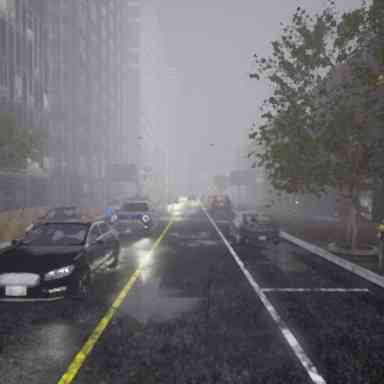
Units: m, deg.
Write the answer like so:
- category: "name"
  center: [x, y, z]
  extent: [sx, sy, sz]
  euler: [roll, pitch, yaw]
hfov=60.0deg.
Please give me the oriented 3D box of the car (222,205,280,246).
- category: "car"
  center: [2.687, 1.504, 14.842]
  extent: [2.008, 1.369, 4.403]
  euler: [-1, 0, 0]

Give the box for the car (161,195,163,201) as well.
- category: "car"
  center: [-5.718, 1.322, 65.227]
  extent: [1.752, 1.417, 4.829]
  euler: [-1, 0, 0]

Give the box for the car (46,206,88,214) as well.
- category: "car"
  center: [-5.718, 1.396, 14.856]
  extent: [1.967, 1.590, 4.097]
  euler: [-1, 0, 0]

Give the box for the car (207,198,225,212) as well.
- category: "car"
  center: [2.670, 1.406, 37.885]
  extent: [1.752, 1.417, 4.829]
  euler: [-1, 0, 0]

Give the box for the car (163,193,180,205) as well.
- category: "car"
  center: [-3.073, 1.322, 54.181]
  extent: [2.128, 1.511, 4.902]
  euler: [0, 0, 0]

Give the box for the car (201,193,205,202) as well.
- category: "car"
  center: [2.987, 1.306, 54.538]
  extent: [1.882, 1.535, 5.008]
  euler: [0, 0, 0]

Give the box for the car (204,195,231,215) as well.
- category: "car"
  center: [2.667, 1.214, 32.180]
  extent: [2.192, 1.841, 5.009]
  euler: [-1, 0, 0]

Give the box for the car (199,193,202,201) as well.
- category: "car"
  center: [2.661, 1.342, 70.922]
  extent: [1.947, 1.339, 4.313]
  euler: [-1, 0, 0]

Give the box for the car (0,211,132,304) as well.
- category: "car"
  center: [-3.093, 1.467, 8.311]
  extent: [2.128, 1.511, 4.902]
  euler: [0, 0, 0]

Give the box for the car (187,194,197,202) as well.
- category: "car"
  center: [-0.017, 1.213, 68.186]
  extent: [1.837, 1.490, 4.892]
  euler: [0, 0, 0]

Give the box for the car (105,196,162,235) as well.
- category: "car"
  center: [-3.062, 1.296, 18.371]
  extent: [2.097, 1.767, 4.553]
  euler: [0, 0, 0]

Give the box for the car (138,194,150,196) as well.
- category: "car"
  center: [-5.714, 1.199, 37.722]
  extent: [2.192, 1.841, 5.009]
  euler: [-1, 0, 0]

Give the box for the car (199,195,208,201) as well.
- category: "car"
  center: [2.660, 1.340, 76.456]
  extent: [1.802, 1.307, 4.206]
  euler: [-1, 0, 0]

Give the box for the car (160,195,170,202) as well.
- category: "car"
  center: [-5.720, 1.304, 70.761]
  extent: [1.752, 1.417, 4.829]
  euler: [-1, 0, 0]

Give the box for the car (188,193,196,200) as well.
- category: "car"
  center: [-0.021, 1.149, 82.014]
  extent: [1.882, 1.535, 5.008]
  euler: [0, 0, 0]

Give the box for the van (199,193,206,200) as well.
- category: "van"
  center: [2.653, 1.065, 87.524]
  extent: [1.690, 1.788, 3.998]
  euler: [-1, 0, 0]

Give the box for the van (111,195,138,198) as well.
- category: "van"
  center: [-5.711, 1.260, 26.653]
  extent: [1.690, 1.788, 3.998]
  euler: [-1, 0, 0]

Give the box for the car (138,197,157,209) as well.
- category: "car"
  center: [-5.712, 1.392, 43.088]
  extent: [1.752, 1.417, 4.829]
  euler: [-1, 0, 0]
